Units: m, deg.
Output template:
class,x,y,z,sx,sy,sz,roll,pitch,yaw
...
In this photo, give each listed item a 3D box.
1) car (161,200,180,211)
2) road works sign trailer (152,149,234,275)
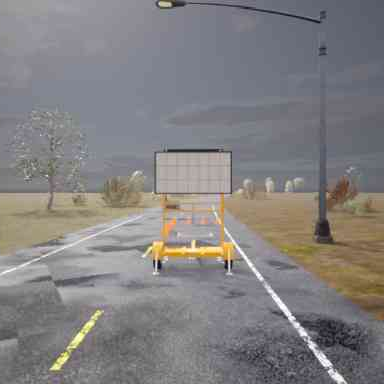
class,x,y,z,sx,sy,sz,roll,pitch,yaw
car,-2.538,1.594,40.313,1.895,1.301,4.718,0,0,3
road works sign trailer,0.043,0.463,10.456,2.380,3.560,2.880,0,0,1
